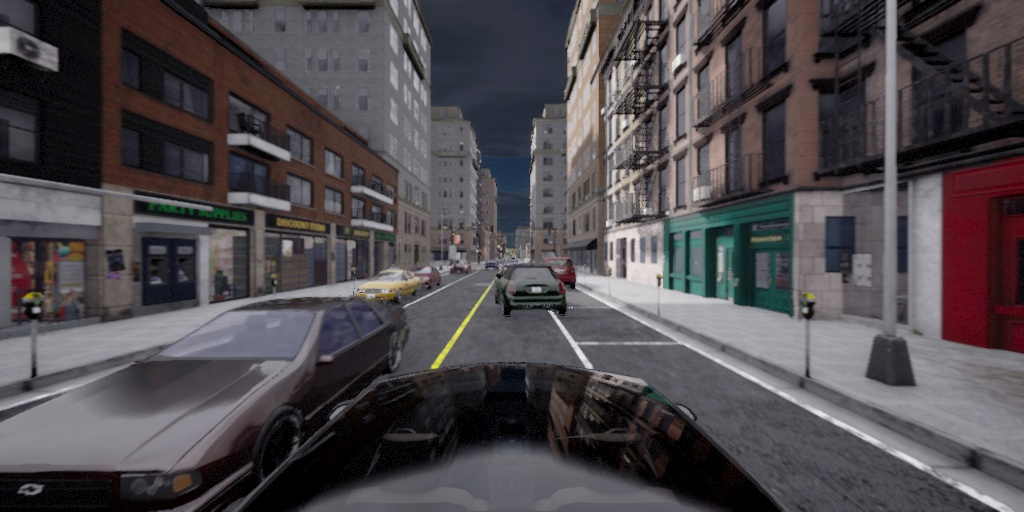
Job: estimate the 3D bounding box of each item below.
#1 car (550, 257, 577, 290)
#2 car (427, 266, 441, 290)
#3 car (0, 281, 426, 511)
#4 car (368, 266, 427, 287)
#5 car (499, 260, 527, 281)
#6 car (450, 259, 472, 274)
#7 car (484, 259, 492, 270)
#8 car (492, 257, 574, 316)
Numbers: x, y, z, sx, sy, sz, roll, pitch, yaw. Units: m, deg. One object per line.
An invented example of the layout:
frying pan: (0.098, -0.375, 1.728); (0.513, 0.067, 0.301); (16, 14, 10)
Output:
car: (2.641, 0.982, 21.752); (2.192, 1.841, 5.009); (0, 0, 0)
car: (-5.383, 1.249, 21.757); (1.802, 1.307, 4.207); (0, 0, 0)
car: (-2.848, 1.284, 4.707); (2.033, 1.411, 5.357); (0, 0, 0)
car: (-5.384, 1.213, 16.134); (1.751, 1.417, 4.829); (0, 0, 0)
car: (0.101, 1.131, 29.671); (2.128, 1.511, 4.902); (0, 0, 0)
car: (-5.379, 1.053, 38.117); (1.967, 1.591, 4.097); (0, 0, 0)
car: (-2.738, 1.173, 49.610); (2.033, 1.411, 5.357); (0, 0, 0)
car: (0.530, 1.052, 13.256); (2.097, 1.767, 4.553); (0, 0, -6)
